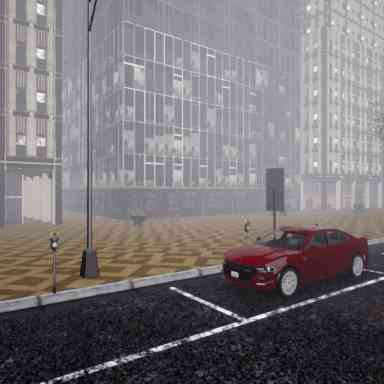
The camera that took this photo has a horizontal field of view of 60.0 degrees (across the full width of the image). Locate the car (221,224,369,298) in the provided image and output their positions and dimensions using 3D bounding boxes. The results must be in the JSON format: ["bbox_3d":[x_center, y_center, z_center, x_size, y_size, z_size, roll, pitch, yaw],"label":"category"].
[{"bbox_3d":[2.758,1.545,8.538,4.507,1.381,1.887,0,0,-36],"label":"car"}]
